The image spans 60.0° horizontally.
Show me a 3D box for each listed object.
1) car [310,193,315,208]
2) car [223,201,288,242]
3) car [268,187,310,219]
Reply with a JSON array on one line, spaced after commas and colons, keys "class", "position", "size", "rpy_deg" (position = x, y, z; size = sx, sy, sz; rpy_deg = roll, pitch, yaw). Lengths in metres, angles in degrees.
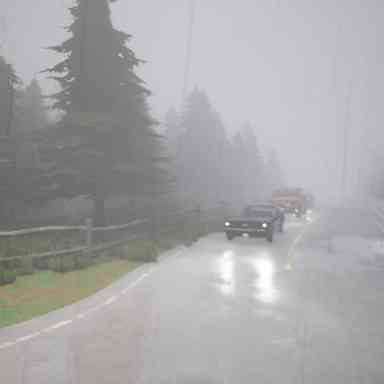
[{"class": "car", "position": [11.068, 0.753, 33.076], "size": [2.128, 1.511, 4.902], "rpy_deg": [0, 1, 24]}, {"class": "car", "position": [2.870, 1.284, 14.705], "size": [1.895, 1.301, 4.718], "rpy_deg": [0, 1, 23]}, {"class": "car", "position": [6.881, 0.696, 23.822], "size": [2.150, 2.045, 5.566], "rpy_deg": [0, 1, 25]}]
